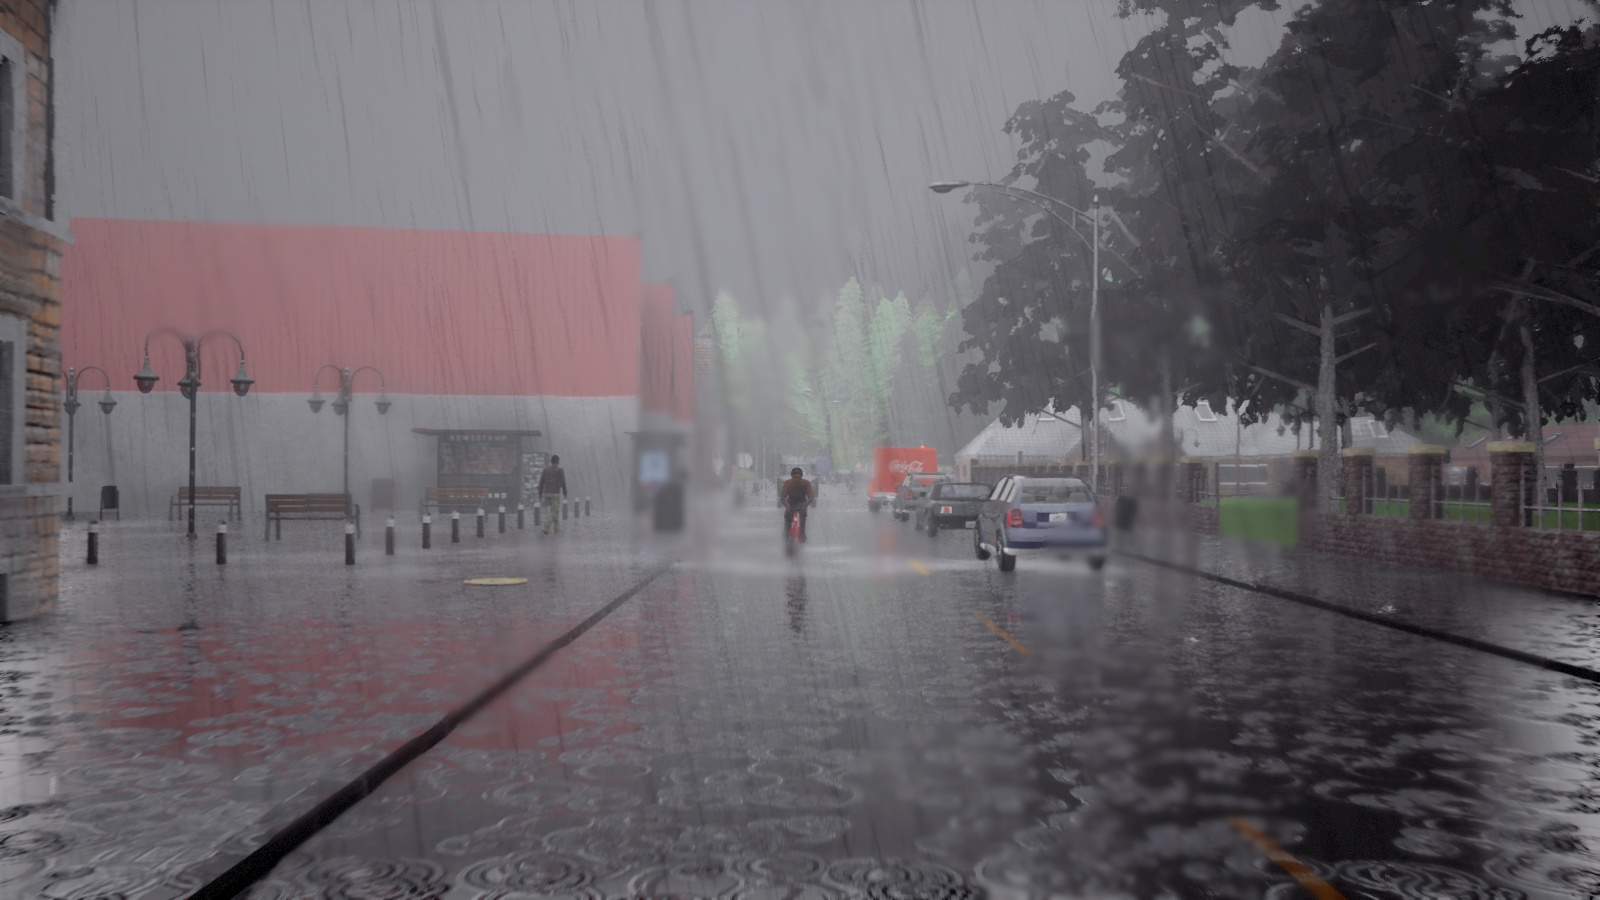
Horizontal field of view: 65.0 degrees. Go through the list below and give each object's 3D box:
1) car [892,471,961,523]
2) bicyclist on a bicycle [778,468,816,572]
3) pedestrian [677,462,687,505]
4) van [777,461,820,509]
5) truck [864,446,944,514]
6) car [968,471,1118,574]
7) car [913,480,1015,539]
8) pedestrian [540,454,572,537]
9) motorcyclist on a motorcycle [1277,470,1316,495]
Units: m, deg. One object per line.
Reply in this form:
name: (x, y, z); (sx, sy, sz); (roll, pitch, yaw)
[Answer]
car: (3.935, 1.439, 39.505); (1.789, 1.549, 3.705); (0, -1, 0)
bicyclist on a bicycle: (-0.046, 1.111, 20.506); (0.582, 1.620, 1.656); (0, -1, 0)
pedestrian: (-5.116, 1.455, 54.394); (0.402, 1.842, 0.726); (0, -1, -2)
van: (-0.083, 1.474, 54.160); (1.775, 1.987, 4.442); (0, -1, 0)
truck: (3.924, 1.120, 48.271); (2.627, 2.467, 5.204); (0, -1, 0)
car: (3.953, 1.132, 21.040); (1.789, 1.549, 3.705); (0, -1, 0)
car: (3.944, 1.418, 30.981); (1.895, 1.301, 4.718); (0, -1, 0)
pedestrian: (-5.526, 1.023, 28.449); (0.431, 1.840, 0.703); (-1, -1, 18)
motorcyclist on a motorcycle: (30.116, 1.951, 76.157); (2.044, 1.523, 0.797); (0, -1, -2)
